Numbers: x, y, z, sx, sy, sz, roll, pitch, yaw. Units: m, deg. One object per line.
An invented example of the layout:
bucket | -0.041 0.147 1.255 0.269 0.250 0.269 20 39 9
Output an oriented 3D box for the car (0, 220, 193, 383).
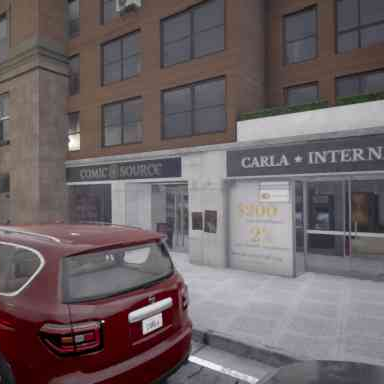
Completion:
car | -2.314 1.318 4.509 5.009 1.841 2.192 0 -1 35

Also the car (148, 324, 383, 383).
car | 2.148 1.550 1.325 4.403 1.369 2.008 0 -1 35
